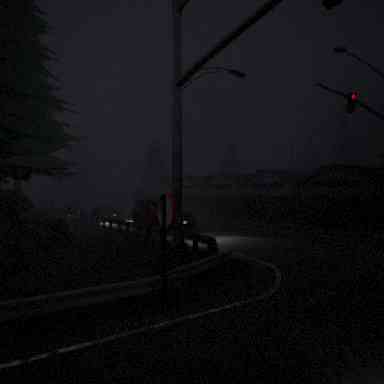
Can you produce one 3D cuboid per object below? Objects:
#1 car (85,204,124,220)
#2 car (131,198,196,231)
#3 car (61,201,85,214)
[{"bbox_3d":[-7.651,1.755,29.695,1.994,1.385,4.181,0,0,-35],"label":"car"},{"bbox_3d":[-1.995,1.413,21.567,2.150,2.045,5.566,0,0,-35],"label":"car"},{"bbox_3d":[-13.653,1.737,38.218,2.033,1.411,5.357,0,0,-33],"label":"car"}]
